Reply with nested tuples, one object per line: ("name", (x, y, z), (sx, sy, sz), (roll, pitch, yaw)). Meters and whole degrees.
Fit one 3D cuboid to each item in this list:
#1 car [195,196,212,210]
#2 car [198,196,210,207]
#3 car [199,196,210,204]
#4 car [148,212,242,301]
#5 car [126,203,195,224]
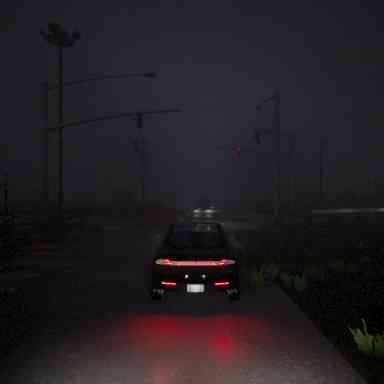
("car", (1.429, 1.486, 42.899), (1.812, 1.442, 4.674), (0, 0, 3))
("car", (1.902, 1.437, 52.107), (1.882, 1.535, 5.008), (0, 0, 3))
("car", (2.435, 1.522, 62.049), (1.994, 1.385, 4.181), (0, 0, 3))
("car", (0.080, 1.491, 8.314), (2.128, 1.511, 4.902), (0, 0, 0))
("car", (-2.337, 1.523, 23.750), (4.674, 1.442, 1.812), (0, 0, 2))
